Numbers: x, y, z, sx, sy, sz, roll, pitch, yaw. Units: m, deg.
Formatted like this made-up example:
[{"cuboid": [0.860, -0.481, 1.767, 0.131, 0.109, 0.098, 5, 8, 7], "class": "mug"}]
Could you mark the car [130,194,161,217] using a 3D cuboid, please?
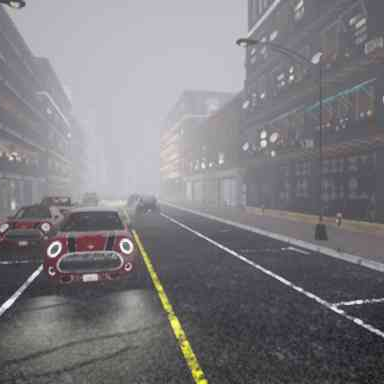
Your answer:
[{"cuboid": [-3.744, 1.184, 27.423, 2.128, 1.511, 4.902, 0, 1, -13], "class": "car"}]

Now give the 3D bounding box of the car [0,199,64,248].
[{"cuboid": [-6.529, 1.300, 13.910, 1.967, 1.590, 4.097, 0, 1, -13], "class": "car"}]

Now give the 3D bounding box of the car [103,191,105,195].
[{"cuboid": [-16.714, 0.923, 57.834, 1.887, 1.381, 4.507, 0, 1, -13], "class": "car"}]

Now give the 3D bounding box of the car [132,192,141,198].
[{"cuboid": [-13.641, 0.635, 81.683, 2.008, 1.369, 4.403, 0, 1, -13], "class": "car"}]

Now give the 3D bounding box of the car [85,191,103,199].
[{"cuboid": [-14.167, 0.815, 46.851, 2.192, 1.841, 5.009, 0, 1, -13], "class": "car"}]

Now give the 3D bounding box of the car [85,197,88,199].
[{"cuboid": [-9.075, 1.322, 24.892, 1.802, 1.307, 4.206, 0, 1, -13], "class": "car"}]

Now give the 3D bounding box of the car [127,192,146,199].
[{"cuboid": [-7.608, 0.987, 44.121, 1.882, 1.535, 5.008, 0, 1, -13], "class": "car"}]

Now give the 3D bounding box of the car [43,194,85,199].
[{"cuboid": [-7.802, 1.115, 19.399, 2.192, 1.841, 5.009, 0, 1, -13], "class": "car"}]

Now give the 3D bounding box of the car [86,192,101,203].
[{"cuboid": [-15.441, 0.879, 52.342, 1.967, 1.590, 4.097, 0, 1, -13], "class": "car"}]

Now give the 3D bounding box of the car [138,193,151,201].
[{"cuboid": [-8.549, 0.872, 59.722, 1.887, 1.381, 4.507, 0, 1, -13], "class": "car"}]

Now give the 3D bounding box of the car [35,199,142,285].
[{"cuboid": [-2.738, 1.251, 9.413, 2.097, 1.767, 4.553, 0, 1, -14], "class": "car"}]
